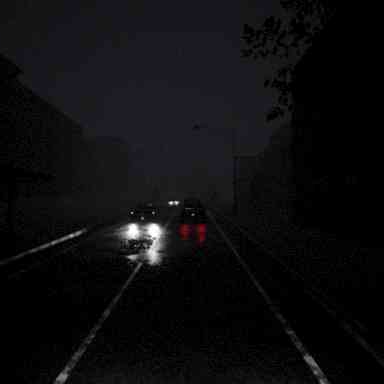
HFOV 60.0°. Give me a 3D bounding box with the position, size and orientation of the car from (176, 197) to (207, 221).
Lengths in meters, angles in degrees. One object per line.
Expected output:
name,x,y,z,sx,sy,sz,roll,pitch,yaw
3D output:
car,0.079,1.361,25.503,2.128,1.511,4.902,0,0,0

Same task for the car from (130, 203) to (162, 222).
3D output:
car,-3.388,1.477,24.917,1.895,1.301,4.718,0,0,0

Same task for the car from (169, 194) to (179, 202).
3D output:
car,-3.556,1.197,66.316,2.128,1.511,4.902,0,0,0
